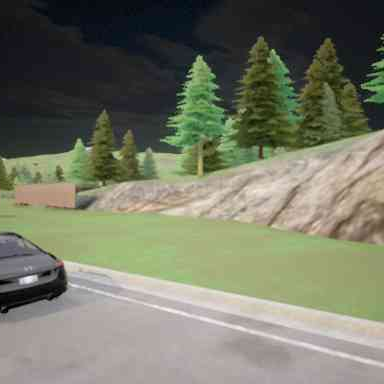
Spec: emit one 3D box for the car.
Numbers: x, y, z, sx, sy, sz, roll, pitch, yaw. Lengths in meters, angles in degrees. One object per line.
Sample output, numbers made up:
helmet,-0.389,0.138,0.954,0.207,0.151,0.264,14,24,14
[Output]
car,-4.566,1.551,7.172,4.181,1.385,1.994,0,0,36
